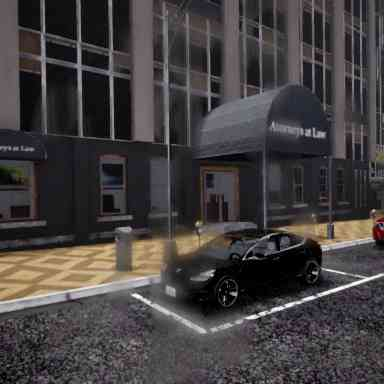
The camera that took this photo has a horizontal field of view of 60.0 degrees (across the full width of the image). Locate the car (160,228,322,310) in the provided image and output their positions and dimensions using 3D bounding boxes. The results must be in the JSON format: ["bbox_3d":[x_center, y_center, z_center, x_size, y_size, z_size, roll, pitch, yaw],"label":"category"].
[{"bbox_3d":[1.325,1.564,7.805,4.313,1.339,1.947,0,-1,-37],"label":"car"}]

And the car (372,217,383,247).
[{"bbox_3d":[9.603,1.310,14.003,5.009,1.841,2.192,0,-1,-37],"label":"car"}]
